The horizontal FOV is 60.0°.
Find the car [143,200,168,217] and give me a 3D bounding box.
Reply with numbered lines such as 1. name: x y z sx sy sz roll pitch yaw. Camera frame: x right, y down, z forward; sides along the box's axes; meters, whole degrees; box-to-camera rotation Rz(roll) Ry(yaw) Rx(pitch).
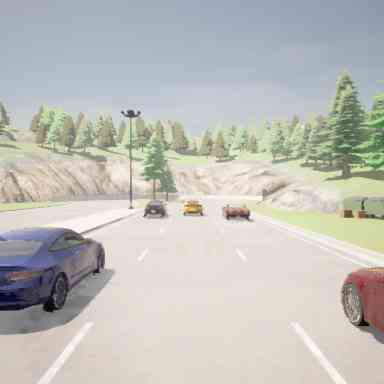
1. car: -3.399 1.526 31.463 1.812 1.442 4.674 0 0 0

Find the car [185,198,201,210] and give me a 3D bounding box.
1. car: 0.124 1.547 43.394 2.033 1.411 5.357 0 0 1

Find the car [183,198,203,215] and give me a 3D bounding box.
1. car: 0.096 1.478 33.447 1.882 1.535 5.008 0 0 0

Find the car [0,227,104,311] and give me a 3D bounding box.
1. car: -3.402 1.526 7.608 1.812 1.442 4.674 0 0 0

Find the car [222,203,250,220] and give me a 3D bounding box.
1. car: 3.600 1.601 28.026 1.895 1.301 4.718 0 0 0

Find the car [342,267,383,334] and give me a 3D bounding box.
1. car: 3.597 1.526 4.065 1.812 1.442 4.674 0 0 0
